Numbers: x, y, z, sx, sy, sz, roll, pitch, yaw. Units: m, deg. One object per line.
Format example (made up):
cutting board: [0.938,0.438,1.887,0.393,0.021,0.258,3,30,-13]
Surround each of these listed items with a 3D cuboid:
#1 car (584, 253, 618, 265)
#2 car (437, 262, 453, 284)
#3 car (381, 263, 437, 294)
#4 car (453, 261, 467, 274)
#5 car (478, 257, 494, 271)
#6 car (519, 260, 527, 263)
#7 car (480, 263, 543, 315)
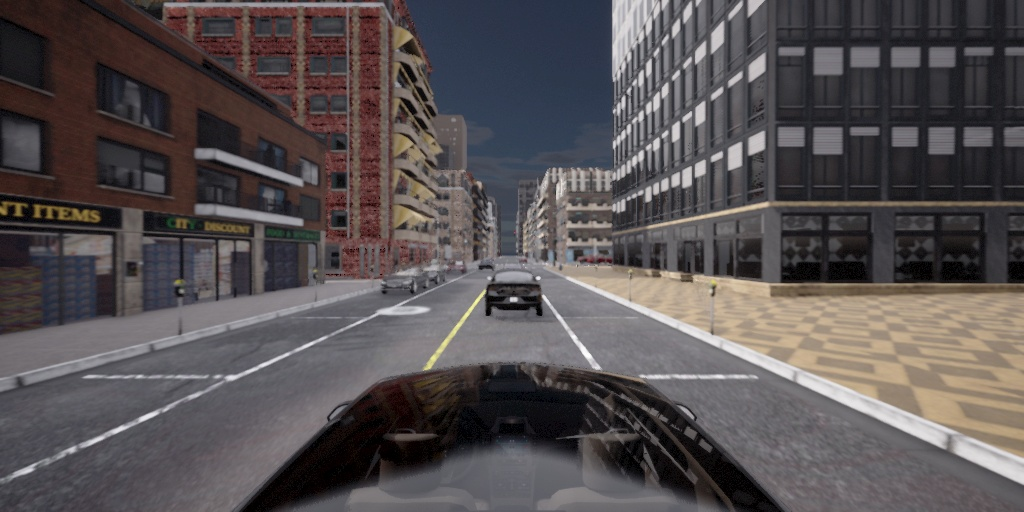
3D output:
car: [14.712,0.525,58.018,5.009,1.841,2.192,0,0,0]
car: [-5.689,1.193,25.123,2.007,1.370,4.403,0,0,0]
car: [-5.690,1.218,19.475,2.007,1.370,4.403,0,0,0]
car: [-5.739,1.167,38.040,1.802,1.307,4.207,0,0,0]
car: [-3.061,1.162,43.613,1.895,1.301,4.718,0,0,0]
car: [0.065,1.233,27.366,1.895,1.301,4.718,0,0,0]
car: [0.068,1.174,13.283,1.882,1.535,5.008,0,0,0]
